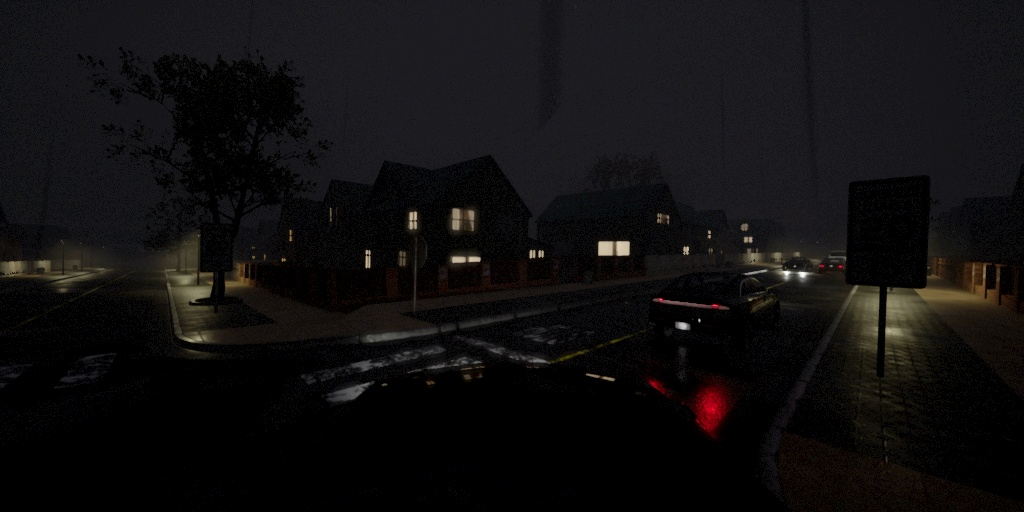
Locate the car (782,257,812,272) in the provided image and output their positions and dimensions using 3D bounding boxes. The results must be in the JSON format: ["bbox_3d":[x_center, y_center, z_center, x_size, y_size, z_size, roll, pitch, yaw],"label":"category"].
[{"bbox_3d":[28.260,0.792,35.411,4.181,1.385,1.994,-1,2,-45],"label":"car"}]

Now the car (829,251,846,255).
[{"bbox_3d":[35.855,0.439,38.965,5.566,2.045,2.150,-1,2,-44],"label":"car"}]

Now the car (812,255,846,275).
[{"bbox_3d":[28.349,0.875,31.550,5.357,1.411,2.033,-1,2,-44],"label":"car"}]

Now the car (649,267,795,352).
[{"bbox_3d":[5.095,1.142,8.759,4.902,1.511,2.128,-1,2,-45],"label":"car"}]
